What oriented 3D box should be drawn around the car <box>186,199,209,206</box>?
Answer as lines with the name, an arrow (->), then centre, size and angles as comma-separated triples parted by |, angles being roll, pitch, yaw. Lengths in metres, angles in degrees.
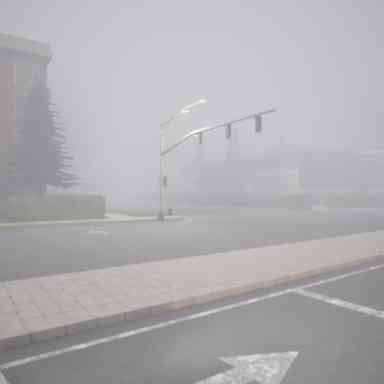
car -> 0.905, 1.828, 58.637 | 1.895, 1.301, 4.718 | 1, 0, -36

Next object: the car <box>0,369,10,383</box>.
car -> -3.371, 1.589, 1.366 | 4.718, 1.301, 1.895 | 0, 0, -35
